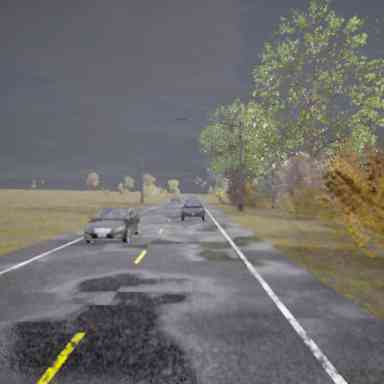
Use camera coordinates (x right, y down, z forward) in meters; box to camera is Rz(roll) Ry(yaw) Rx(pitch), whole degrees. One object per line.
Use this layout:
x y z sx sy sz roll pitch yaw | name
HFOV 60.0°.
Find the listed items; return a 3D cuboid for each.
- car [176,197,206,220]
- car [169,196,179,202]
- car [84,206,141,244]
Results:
0.084 1.442 27.216 2.128 1.511 4.902 0 0 0 | car
-3.541 1.436 68.739 1.994 1.385 4.181 0 0 0 | car
-3.609 1.462 15.798 2.128 1.511 4.902 0 0 0 | car
